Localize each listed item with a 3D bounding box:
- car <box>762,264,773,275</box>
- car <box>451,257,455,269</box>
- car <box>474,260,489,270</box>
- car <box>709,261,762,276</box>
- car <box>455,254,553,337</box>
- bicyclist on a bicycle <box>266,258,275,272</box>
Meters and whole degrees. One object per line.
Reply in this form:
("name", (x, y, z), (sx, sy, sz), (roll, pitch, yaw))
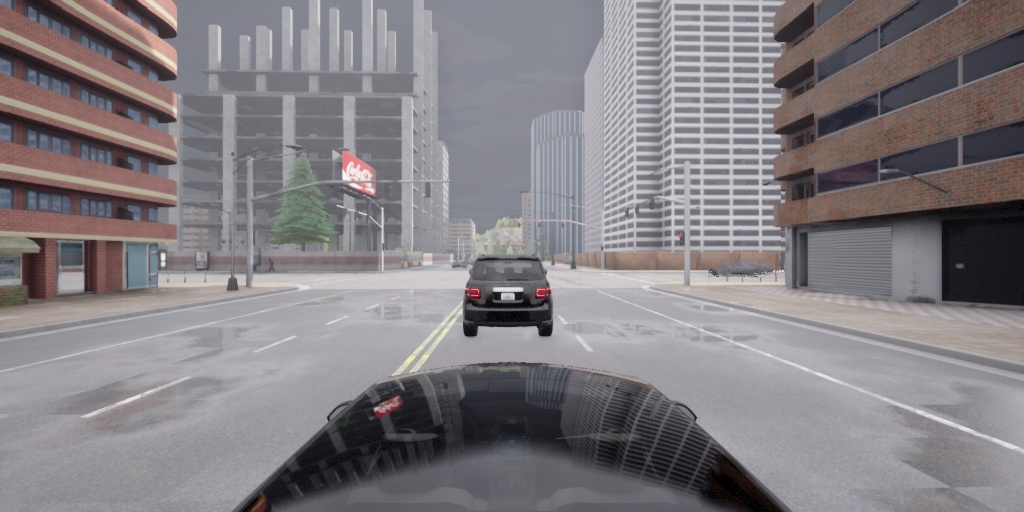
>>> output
("car", (25.346, 1.295, 39.146), (5.357, 1.411, 2.033), (0, 0, -1))
("car", (-8.137, 1.311, 55.558), (1.994, 1.385, 4.181), (0, 0, -1))
("car", (-4.632, 1.348, 55.149), (1.895, 1.301, 4.718), (0, 0, -1))
("car", (21.815, 1.312, 35.557), (4.181, 1.385, 1.994), (0, 0, -1))
("car", (-0.114, 0.971, 10.431), (2.150, 2.045, 5.566), (0, 0, -1))
("bicyclist on a bicycle", (-28.675, 1.049, 42.574), (0.582, 1.620, 1.656), (0, 0, -1))
